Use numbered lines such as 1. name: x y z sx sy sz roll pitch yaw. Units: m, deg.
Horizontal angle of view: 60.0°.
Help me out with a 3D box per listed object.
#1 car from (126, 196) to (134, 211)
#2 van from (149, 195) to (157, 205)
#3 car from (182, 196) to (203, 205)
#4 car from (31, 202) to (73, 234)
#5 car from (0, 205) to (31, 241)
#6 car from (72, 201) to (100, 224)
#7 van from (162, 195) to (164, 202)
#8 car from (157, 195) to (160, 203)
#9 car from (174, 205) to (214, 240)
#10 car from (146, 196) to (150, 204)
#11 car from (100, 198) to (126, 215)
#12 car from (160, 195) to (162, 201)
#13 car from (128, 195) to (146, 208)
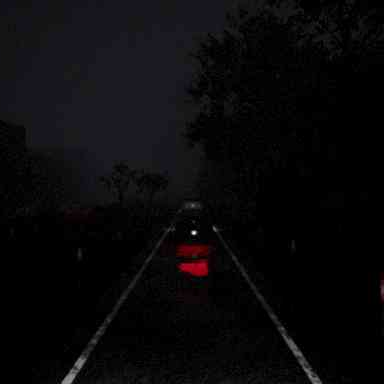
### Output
1. car: -9.042 1.628 41.203 2.097 1.535 5.008 0 -1 2
2. van: -9.085 1.669 68.804 1.878 1.987 4.442 0 0 2
3. car: 0.094 1.468 37.140 2.150 2.045 5.566 0 0 0
4. car: -9.011 1.476 19.021 2.097 1.535 5.008 0 -1 2
5. car: -9.003 1.432 13.465 2.231 1.521 4.892 0 0 2
6. car: -9.027 1.510 25.403 1.946 1.575 5.366 0 -1 2
7. van: -9.105 1.810 86.512 1.878 1.987 4.442 0 -2 -3
8. car: -9.087 1.925 74.487 2.231 1.521 4.892 0 -2 -2
9. car: 0.096 1.652 17.872 1.837 1.490 4.892 0 0 0
10. car: -9.064 1.832 57.831 2.002 1.452 4.674 0 0 0
11. car: -9.034 1.595 35.655 2.097 1.535 5.008 0 -1 2
12. car: -9.094 2.006 79.997 2.163 1.488 4.792 0 -2 -2
13. car: -9.055 1.493 51.088 2.435 2.045 5.566 0 -1 1
